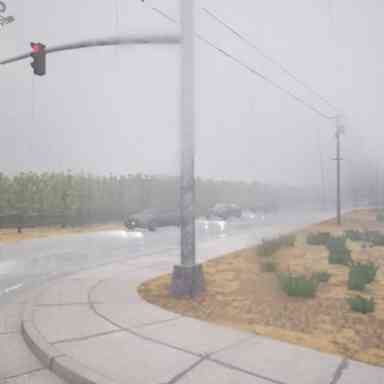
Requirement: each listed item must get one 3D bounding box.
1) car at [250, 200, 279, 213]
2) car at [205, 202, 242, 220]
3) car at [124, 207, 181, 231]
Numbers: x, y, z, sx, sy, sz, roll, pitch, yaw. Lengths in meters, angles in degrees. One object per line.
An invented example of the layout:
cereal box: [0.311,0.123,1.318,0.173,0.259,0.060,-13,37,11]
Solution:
car: [8.556,1.686,38.694,2.033,1.411,5.357,0,0,33]
car: [2.927,1.661,29.913,1.812,1.442,4.674,0,0,32]
car: [-2.434,1.696,21.589,1.994,1.385,4.181,0,0,33]
